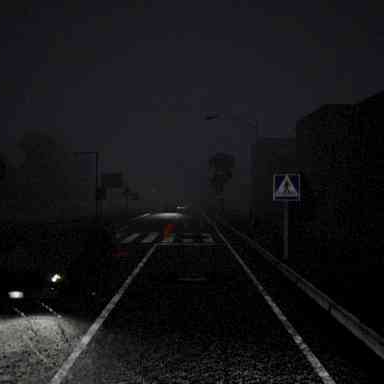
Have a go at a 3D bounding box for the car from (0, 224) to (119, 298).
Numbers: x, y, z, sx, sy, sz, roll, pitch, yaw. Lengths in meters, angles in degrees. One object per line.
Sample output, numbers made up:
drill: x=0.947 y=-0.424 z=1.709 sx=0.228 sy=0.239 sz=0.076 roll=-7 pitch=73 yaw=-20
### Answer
car: x=-3.343 y=1.593 z=8.967 sx=2.033 sy=1.411 sz=5.357 roll=0 pitch=-1 yaw=0

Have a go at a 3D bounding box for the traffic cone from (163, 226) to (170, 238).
traffic cone: x=-1.369 y=2.138 z=17.774 sx=0.340 sy=0.580 sz=0.340 roll=0 pitch=-1 yaw=0

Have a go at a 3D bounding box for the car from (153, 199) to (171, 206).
car: x=-8.646 y=3.324 z=94.265 sx=4.892 sy=1.521 sz=2.231 roll=0 pitch=-1 yaw=0

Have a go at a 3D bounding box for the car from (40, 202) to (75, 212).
car: x=-21.862 y=2.448 z=53.368 sx=4.674 sy=1.452 sz=2.002 roll=0 pitch=-1 yaw=0

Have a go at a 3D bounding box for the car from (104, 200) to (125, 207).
car: x=-21.735 y=3.252 z=91.543 sx=5.008 sy=1.535 sz=2.097 roll=0 pitch=-1 yaw=0

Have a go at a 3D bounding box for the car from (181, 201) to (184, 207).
car: x=-3.072 y=3.190 z=87.459 sx=2.128 sy=1.511 sz=4.902 roll=0 pitch=-1 yaw=0

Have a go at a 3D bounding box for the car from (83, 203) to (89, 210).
car: x=-21.849 y=2.551 z=59.917 sx=5.008 sy=1.535 sz=2.097 roll=0 pitch=-1 yaw=0

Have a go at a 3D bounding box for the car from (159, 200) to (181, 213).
car: x=-3.260 y=2.389 z=50.468 sx=2.128 sy=1.511 sz=4.902 roll=0 pitch=-1 yaw=0

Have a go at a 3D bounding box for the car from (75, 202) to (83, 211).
car: x=-21.849 y=2.481 z=56.644 sx=4.892 sy=1.521 sz=2.231 roll=0 pitch=-1 yaw=0
